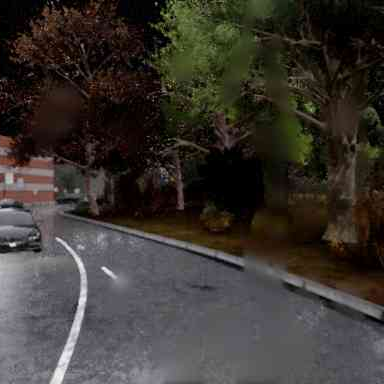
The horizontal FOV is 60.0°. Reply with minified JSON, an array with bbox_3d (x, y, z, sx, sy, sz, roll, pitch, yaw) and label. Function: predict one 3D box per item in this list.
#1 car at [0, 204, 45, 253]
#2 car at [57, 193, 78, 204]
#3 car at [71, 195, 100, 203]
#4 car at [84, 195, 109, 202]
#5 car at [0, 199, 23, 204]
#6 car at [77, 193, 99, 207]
[{"bbox_3d":[-6.991,1.445,12.924,1.837,1.490,4.892,0,1,-29],"label":"car"},{"bbox_3d":[-21.769,1.226,60.538,5.566,2.045,2.435,0,0,6],"label":"car"},{"bbox_3d":[-21.179,1.468,66.160,5.008,1.535,2.097,0,0,6],"label":"car"},{"bbox_3d":[-20.610,1.495,71.782,4.674,1.452,2.002,0,0,6],"label":"car"},{"bbox_3d":[-18.895,1.492,34.236,1.837,1.490,4.892,-1,0,-10],"label":"car"},{"bbox_3d":[-14.991,1.357,50.426,2.097,1.767,4.553,0,0,6],"label":"car"}]
